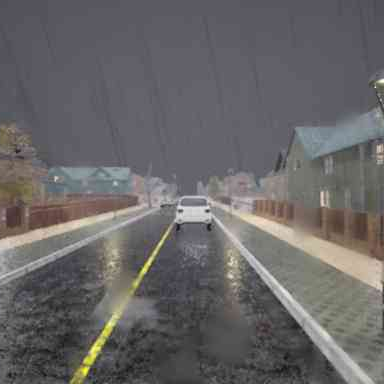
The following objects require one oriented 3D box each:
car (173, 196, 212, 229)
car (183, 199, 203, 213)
[{"bbox_3d":[0.096,1.256,21.790,2.150,2.045,5.566,0,0,0],"label":"car"},{"bbox_3d":[0.097,1.566,38.381,2.128,1.511,4.902,0,0,0],"label":"car"}]
